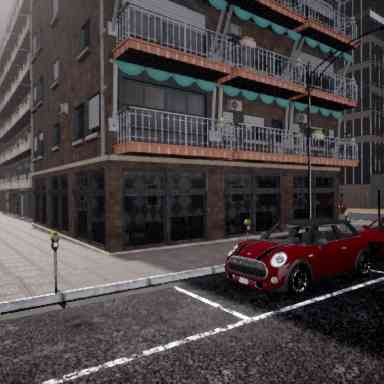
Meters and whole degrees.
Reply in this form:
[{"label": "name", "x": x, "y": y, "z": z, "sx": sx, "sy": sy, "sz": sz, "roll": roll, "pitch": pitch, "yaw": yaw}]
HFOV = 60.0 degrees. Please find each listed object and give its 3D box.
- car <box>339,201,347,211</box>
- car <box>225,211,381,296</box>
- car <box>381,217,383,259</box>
[{"label": "car", "x": 16.533, "y": 1.746, "z": 40.629, "sx": 1.967, "sy": 1.590, "sz": 4.097, "roll": -2, "pitch": 0, "yaw": -36}, {"label": "car", "x": 2.764, "y": 1.439, "z": 8.538, "sx": 4.097, "sy": 1.590, "sz": 1.967, "roll": 0, "pitch": -1, "yaw": -35}, {"label": "car", "x": 7.264, "y": 1.543, "z": 11.743, "sx": 4.507, "sy": 1.381, "sz": 1.887, "roll": 0, "pitch": -1, "yaw": -35}]
